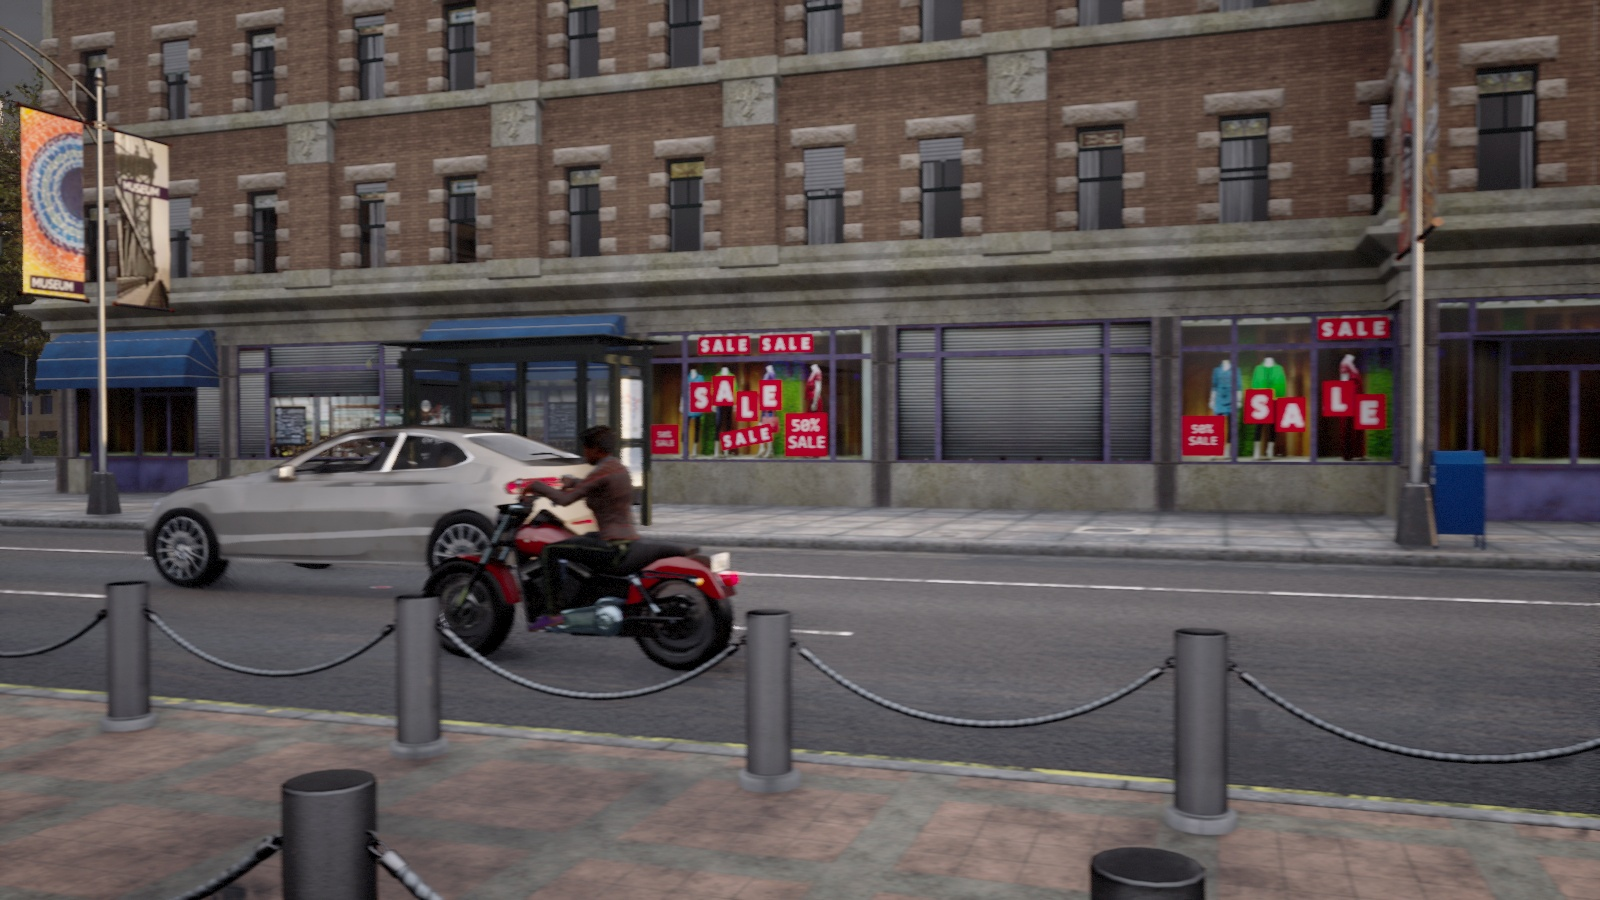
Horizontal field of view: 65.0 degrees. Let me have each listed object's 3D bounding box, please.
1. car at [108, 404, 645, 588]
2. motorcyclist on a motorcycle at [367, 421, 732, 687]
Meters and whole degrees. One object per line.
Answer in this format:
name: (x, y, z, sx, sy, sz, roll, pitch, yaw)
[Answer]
car: (-4.374, 0.379, 13.105, 5.027, 1.651, 2.152, 1, 1, 19)
motorcyclist on a motorcycle: (-1.697, 0.634, 8.510, 2.350, 1.649, 0.766, 0, 1, 19)
